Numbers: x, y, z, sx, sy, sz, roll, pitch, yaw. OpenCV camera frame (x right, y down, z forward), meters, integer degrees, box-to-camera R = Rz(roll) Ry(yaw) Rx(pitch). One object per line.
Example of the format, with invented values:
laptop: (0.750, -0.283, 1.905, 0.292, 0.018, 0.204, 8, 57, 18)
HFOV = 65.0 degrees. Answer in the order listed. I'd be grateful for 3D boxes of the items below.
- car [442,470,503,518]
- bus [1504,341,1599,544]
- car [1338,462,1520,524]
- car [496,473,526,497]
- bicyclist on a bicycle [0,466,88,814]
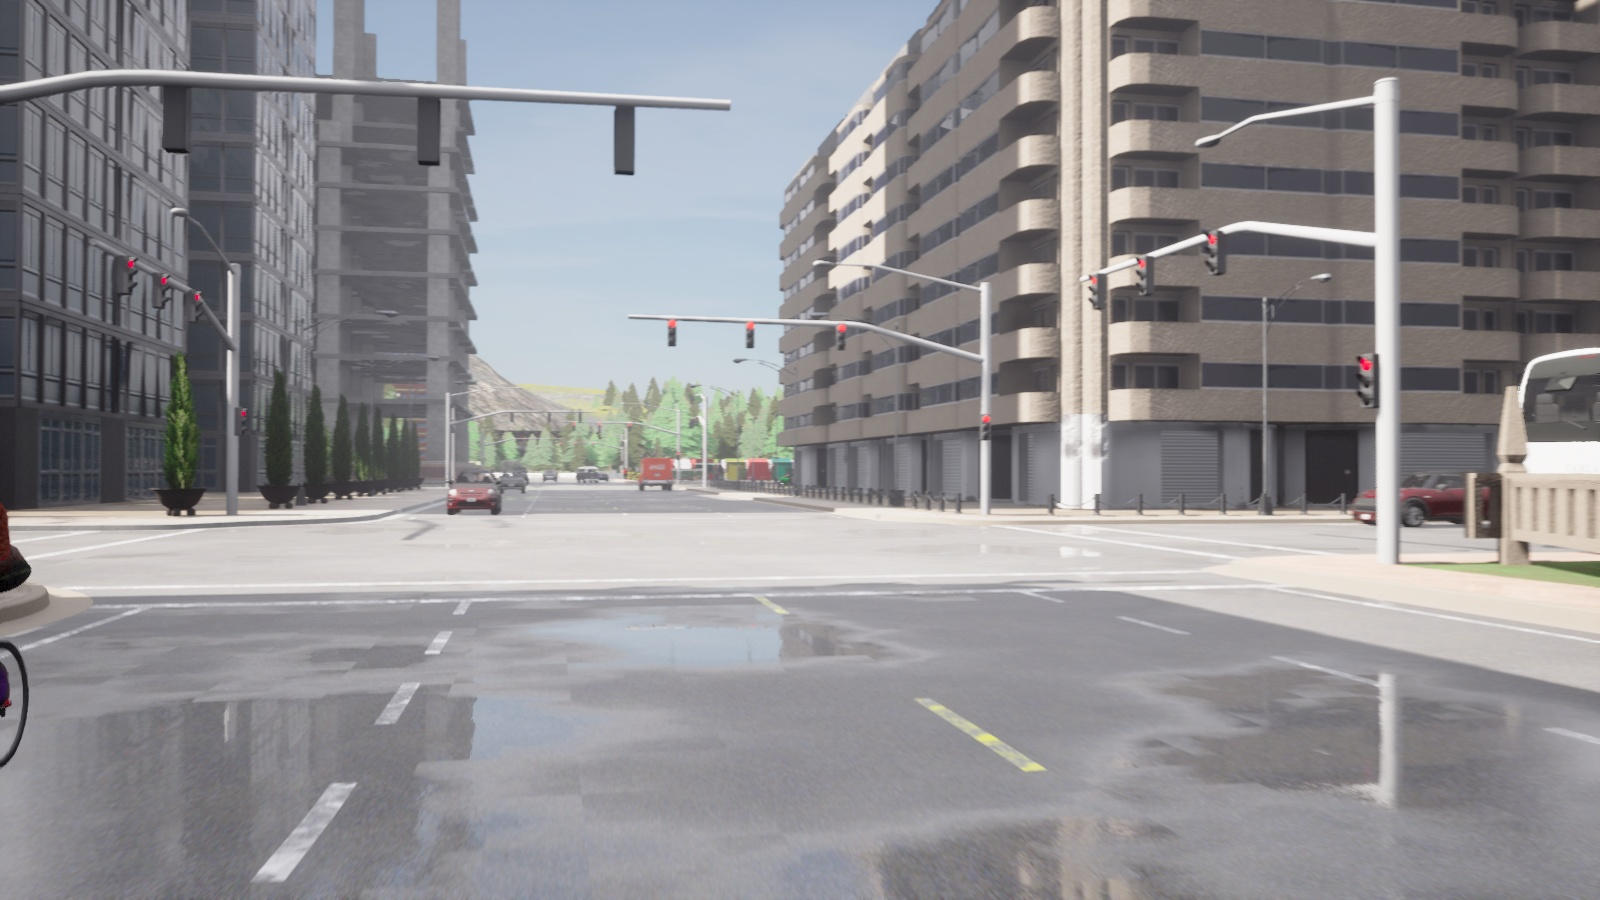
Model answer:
car: (-11.590, 1.522, 44.674, 1.851, 1.617, 3.988, 0, -1, -11)
bus: (21.423, -0.142, 28.447, 10.273, 4.253, 3.944, 0, -1, -22)
car: (18.927, 1.264, 37.854, 4.553, 1.767, 2.097, 0, -1, -11)
car: (-19.387, 2.308, 84.336, 1.789, 1.549, 3.705, 0, -1, -11)
bicyclist on a bicycle: (-4.063, 0.890, 6.039, 0.582, 1.620, 1.656, 0, -1, -10)
